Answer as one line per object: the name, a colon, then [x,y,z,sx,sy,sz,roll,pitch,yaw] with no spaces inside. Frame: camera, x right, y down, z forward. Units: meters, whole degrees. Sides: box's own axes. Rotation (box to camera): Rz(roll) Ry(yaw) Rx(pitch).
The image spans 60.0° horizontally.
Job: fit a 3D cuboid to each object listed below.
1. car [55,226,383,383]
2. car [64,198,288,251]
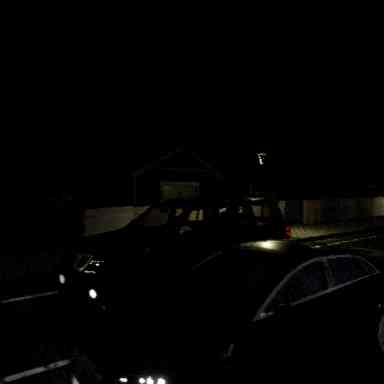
car: [0.982,1.464,4.368,4.902,1.511,2.128,-1,0,-35]
car: [-0.087,1.184,7.599,5.566,2.045,2.150,-1,0,-35]
